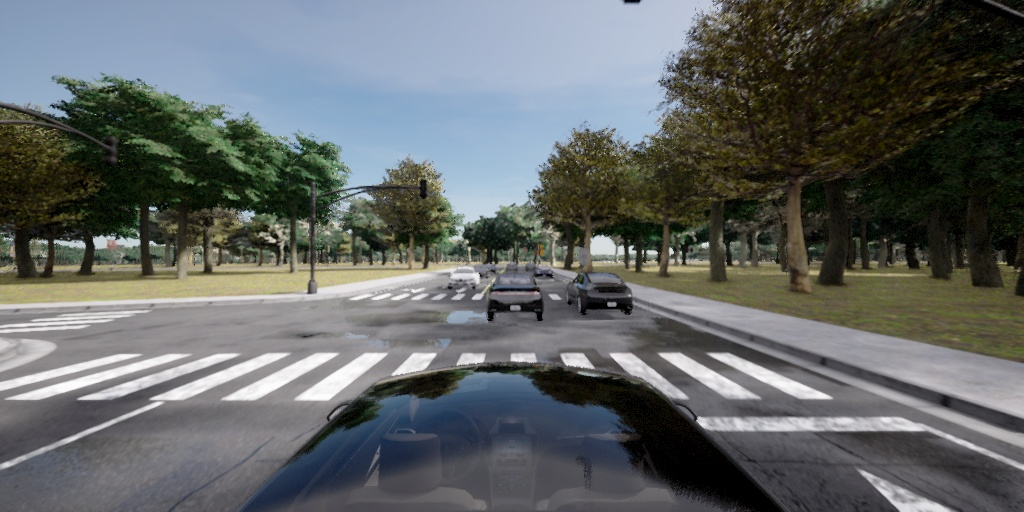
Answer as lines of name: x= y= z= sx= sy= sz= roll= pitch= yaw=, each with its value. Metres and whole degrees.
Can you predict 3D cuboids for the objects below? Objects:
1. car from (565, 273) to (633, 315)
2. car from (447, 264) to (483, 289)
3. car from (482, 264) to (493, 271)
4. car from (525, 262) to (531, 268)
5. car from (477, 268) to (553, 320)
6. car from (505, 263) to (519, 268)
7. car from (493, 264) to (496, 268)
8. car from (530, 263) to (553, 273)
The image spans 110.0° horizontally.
car: x=3.348 y=1.398 z=14.435 sx=1.837 sy=1.490 sz=4.892 roll=0 pitch=0 yaw=0
car: x=-3.347 y=1.536 z=25.705 sx=1.812 sy=1.442 sz=4.674 roll=0 pitch=-1 yaw=0
car: x=-3.339 y=1.641 z=37.977 sx=1.837 sy=1.490 sz=4.892 roll=0 pitch=-1 yaw=0
car: x=3.301 y=1.866 z=62.355 sx=2.128 sy=1.511 sz=4.902 roll=0 pitch=0 yaw=0
car: x=0.103 y=1.370 z=13.158 sx=2.128 sy=1.511 sz=4.902 roll=0 pitch=-1 yaw=0
car: x=-0.003 y=1.811 z=56.460 sx=2.128 sy=1.511 sz=4.902 roll=0 pitch=-1 yaw=0
car: x=-3.301 y=1.839 z=53.591 sx=2.033 sy=1.411 sz=5.357 roll=0 pitch=-1 yaw=1
car: x=3.349 y=1.751 z=39.370 sx=1.895 sy=1.301 sz=4.718 roll=0 pitch=-1 yaw=0
